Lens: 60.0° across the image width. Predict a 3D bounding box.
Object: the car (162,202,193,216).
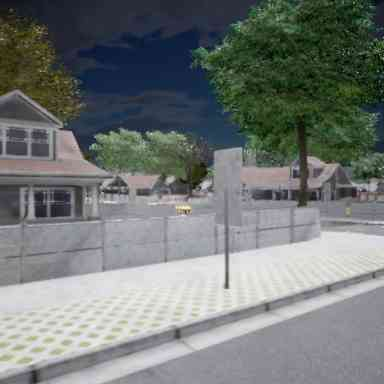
[{"bbox_3d":[-1.825,1.765,35.622,1.882,1.535,5.008,-1,0,-35],"label":"car"}]
